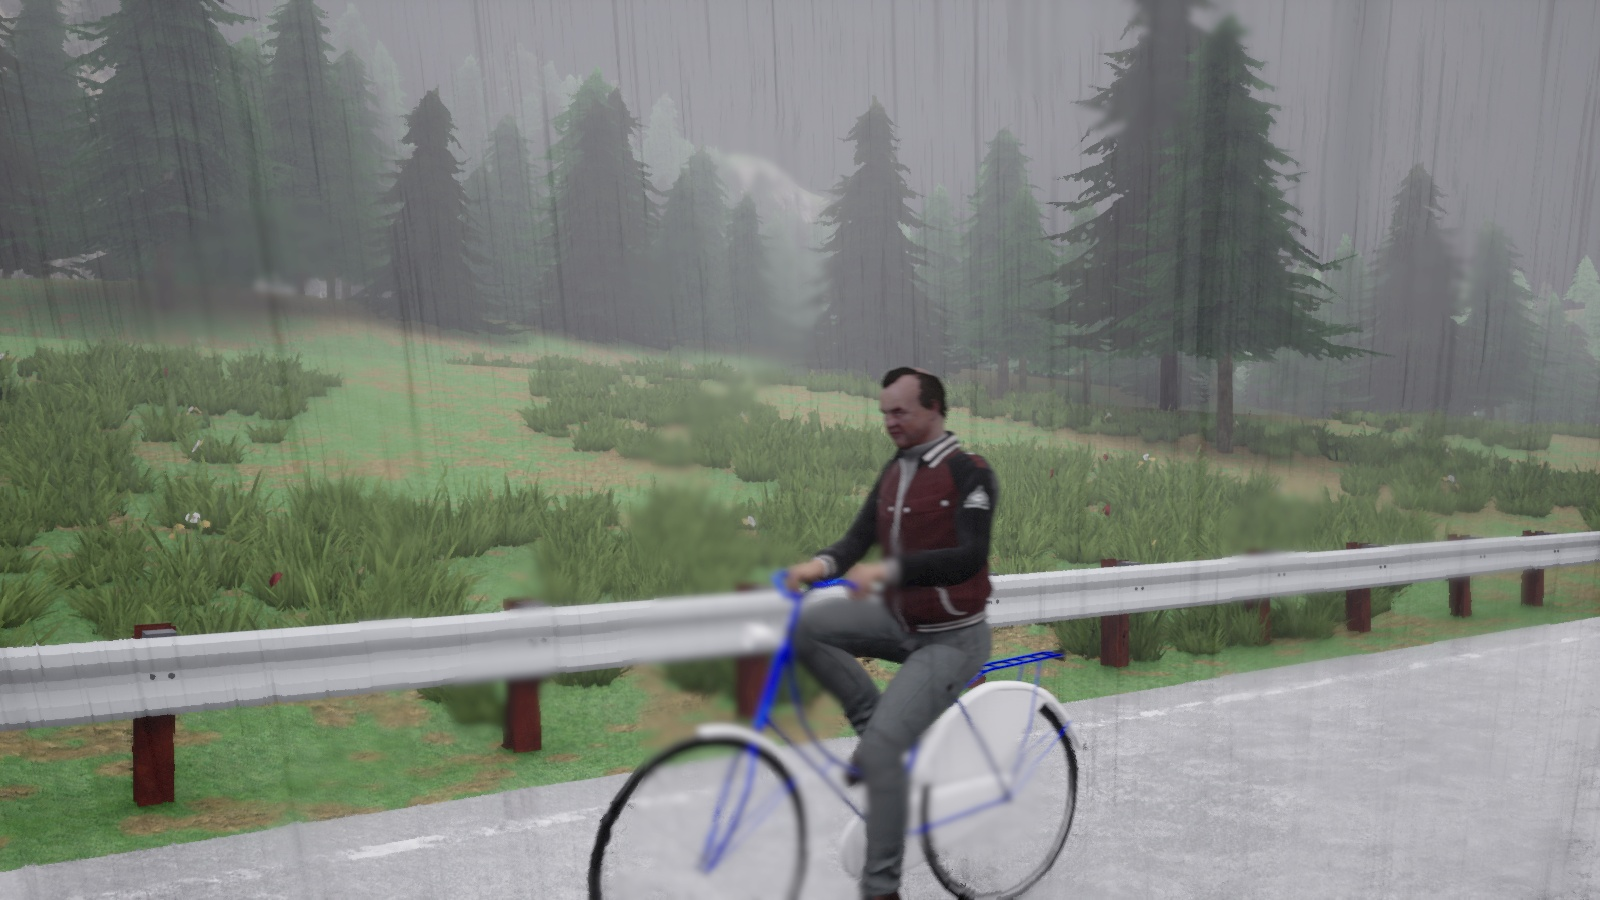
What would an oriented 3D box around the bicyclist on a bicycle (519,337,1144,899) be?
[{"bbox_3d":[0.159,0.624,3.771,1.843,1.776,0.659,0,0,-35],"label":"bicyclist on a bicycle"}]
